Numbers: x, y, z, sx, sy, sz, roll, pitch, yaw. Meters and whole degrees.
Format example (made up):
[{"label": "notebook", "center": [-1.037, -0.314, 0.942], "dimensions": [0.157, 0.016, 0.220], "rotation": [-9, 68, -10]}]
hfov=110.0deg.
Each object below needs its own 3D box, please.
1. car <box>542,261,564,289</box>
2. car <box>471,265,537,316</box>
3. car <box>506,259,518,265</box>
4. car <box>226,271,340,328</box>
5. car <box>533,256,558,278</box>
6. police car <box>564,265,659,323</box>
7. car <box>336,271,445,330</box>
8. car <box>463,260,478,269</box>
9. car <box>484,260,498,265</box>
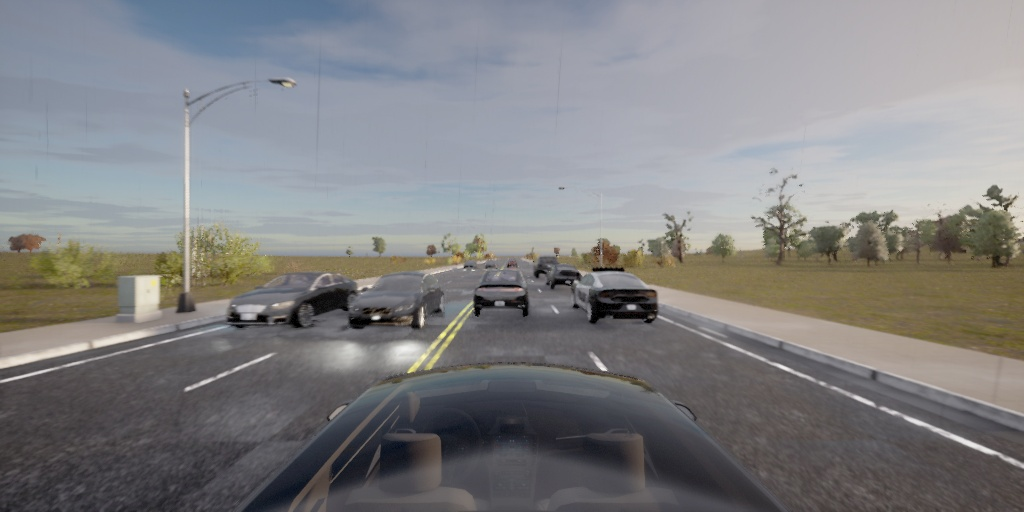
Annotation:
[{"label": "car", "center": [3.238, 1.282, 23.216], "dimensions": [1.837, 1.490, 4.892], "rotation": [0, 0, 0]}, {"label": "car", "center": [-0.294, 1.259, 13.512], "dimensions": [2.128, 1.511, 4.902], "rotation": [0, 0, 2]}, {"label": "car", "center": [0.055, 1.304, 63.795], "dimensions": [1.837, 1.490, 4.892], "rotation": [0, 0, 0]}, {"label": "car", "center": [-6.604, 1.255, 11.438], "dimensions": [2.128, 1.511, 4.902], "rotation": [0, 0, 0]}, {"label": "car", "center": [3.233, 1.009, 34.246], "dimensions": [2.150, 2.045, 5.566], "rotation": [0, 0, 0]}, {"label": "police car", "center": [3.244, 1.191, 12.326], "dimensions": [1.930, 1.638, 5.238], "rotation": [0, 0, 0]}, {"label": "car", "center": [-3.354, 1.269, 11.280], "dimensions": [1.837, 1.490, 4.892], "rotation": [0, 0, 0]}, {"label": "car", "center": [-6.529, 1.358, 57.057], "dimensions": [2.033, 1.411, 5.357], "rotation": [0, 0, 0]}, {"label": "car", "center": [-3.279, 1.332, 57.032], "dimensions": [1.837, 1.490, 4.892], "rotation": [0, 0, 0]}]
